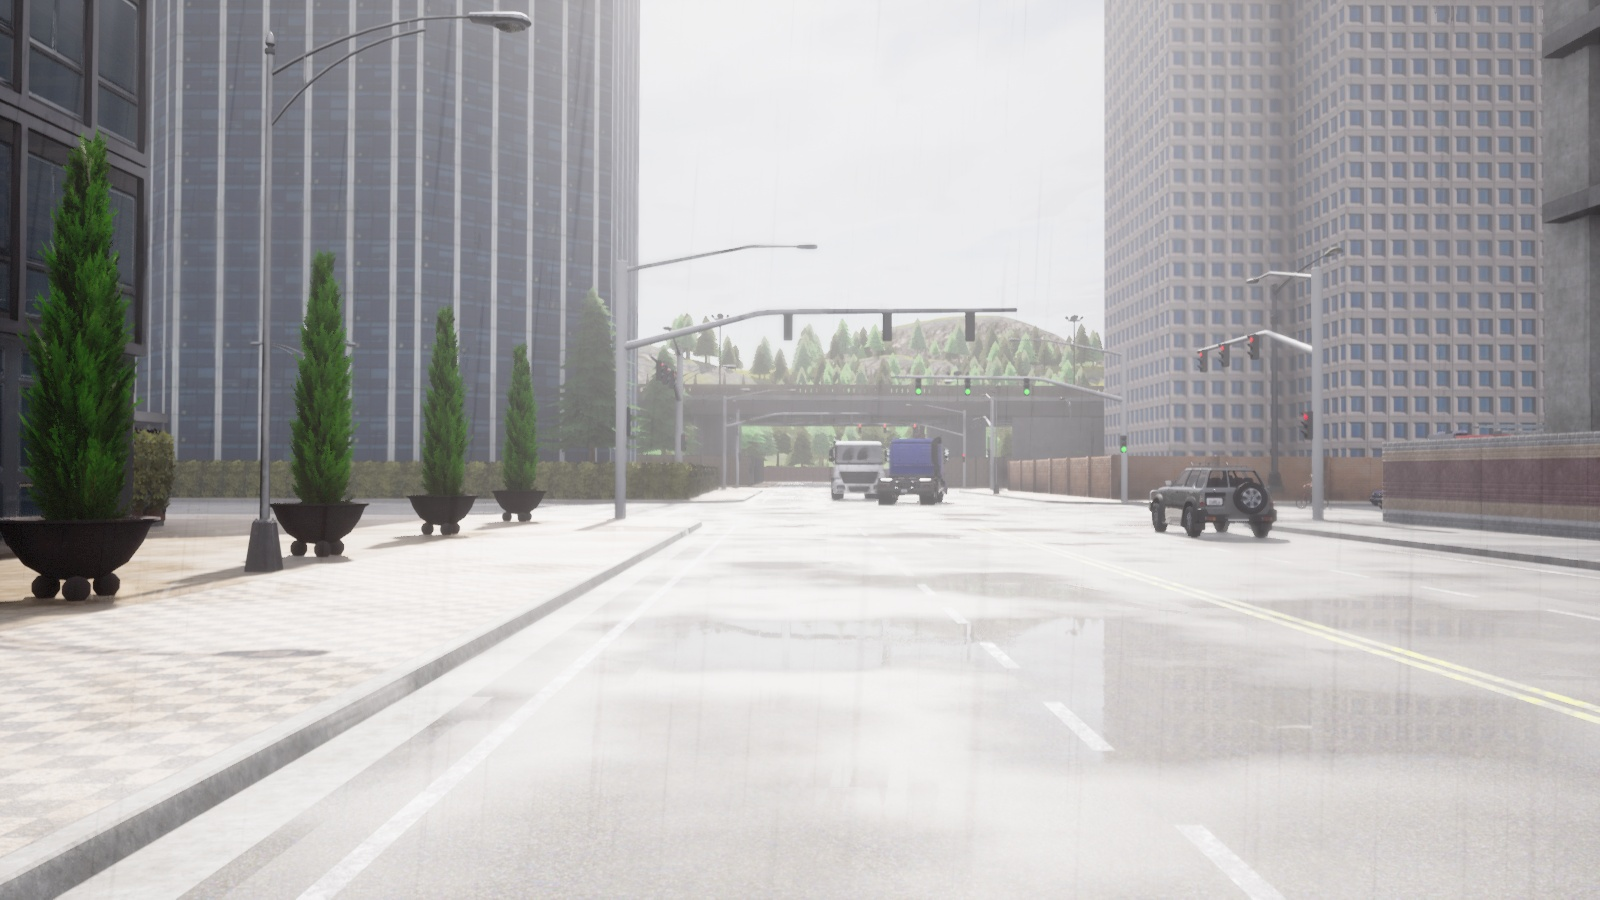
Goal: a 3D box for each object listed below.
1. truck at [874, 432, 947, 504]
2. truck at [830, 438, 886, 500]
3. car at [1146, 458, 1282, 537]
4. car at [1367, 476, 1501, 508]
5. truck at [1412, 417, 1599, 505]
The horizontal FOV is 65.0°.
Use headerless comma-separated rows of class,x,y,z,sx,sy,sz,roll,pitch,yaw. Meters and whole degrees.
truck,5.762,0.947,64.273,2.891,3.462,7.936,-1,-1,11
truck,3.300,1.128,73.939,2.891,3.462,7.936,0,-1,0
car,10.413,1.157,31.983,1.932,1.855,4.605,0,-1,0
car,26.754,1.748,53.103,4.718,1.301,1.895,0,-1,0
truck,32.533,0.521,56.589,8.468,3.827,2.891,0,-1,0
